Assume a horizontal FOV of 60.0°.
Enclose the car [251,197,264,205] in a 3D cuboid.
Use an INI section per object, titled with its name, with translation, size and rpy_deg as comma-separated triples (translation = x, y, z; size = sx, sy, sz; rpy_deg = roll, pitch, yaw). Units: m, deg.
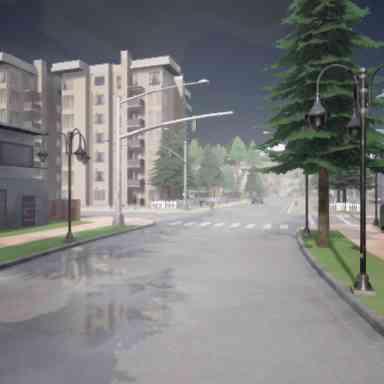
[car]
translation = 12.103, 1.529, 61.144
size = 1.994, 1.385, 4.181
rpy_deg = 0, 0, 18
